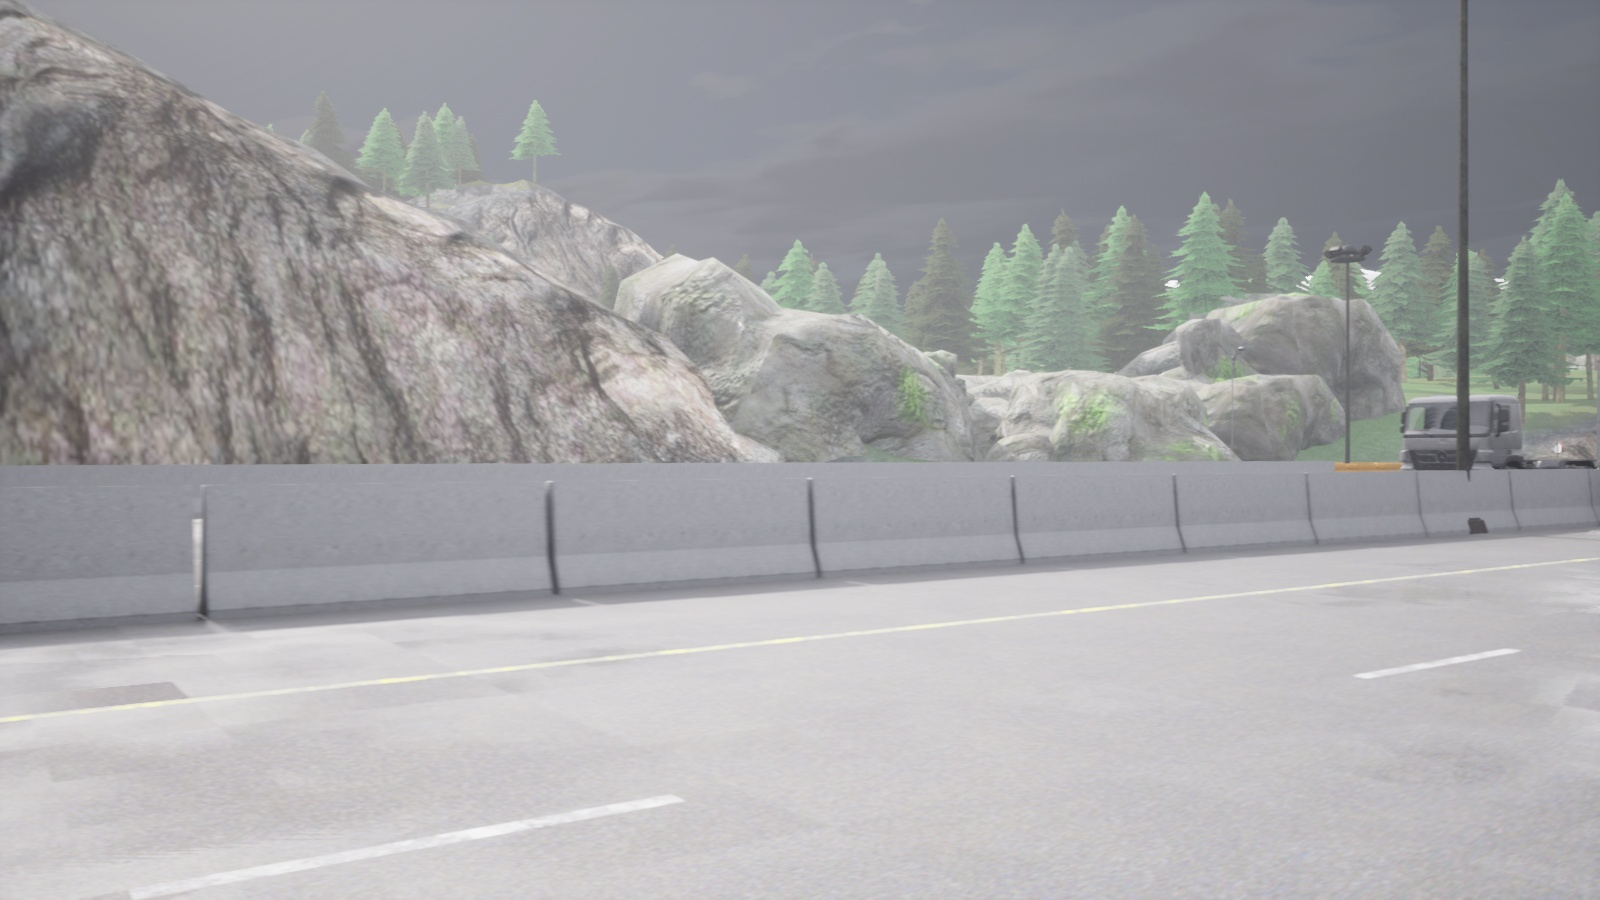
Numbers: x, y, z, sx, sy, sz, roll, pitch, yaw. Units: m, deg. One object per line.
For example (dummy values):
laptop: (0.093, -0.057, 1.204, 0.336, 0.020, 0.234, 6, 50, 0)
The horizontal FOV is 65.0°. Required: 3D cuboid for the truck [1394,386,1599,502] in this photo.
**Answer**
truck: (22.951, -0.185, 40.959, 7.936, 3.462, 2.891, 0, 0, -35)
